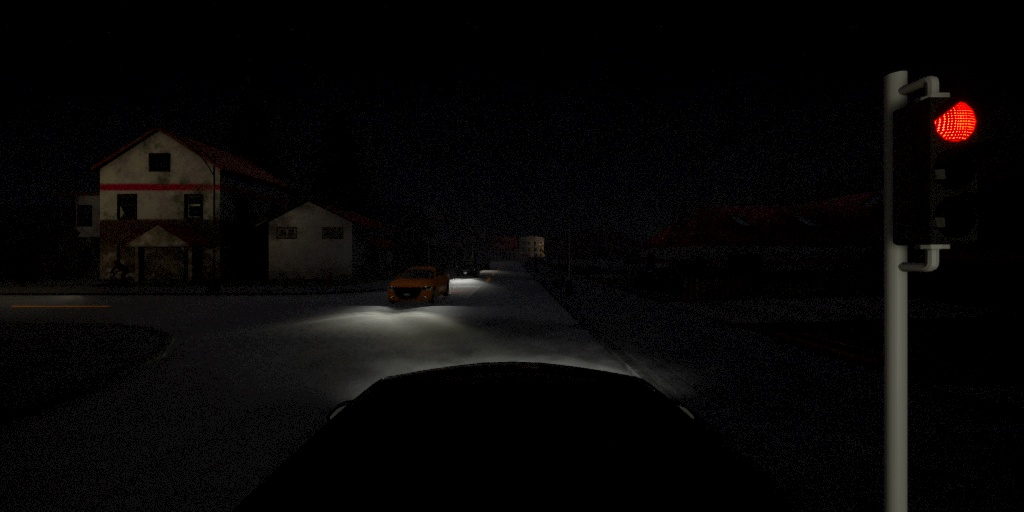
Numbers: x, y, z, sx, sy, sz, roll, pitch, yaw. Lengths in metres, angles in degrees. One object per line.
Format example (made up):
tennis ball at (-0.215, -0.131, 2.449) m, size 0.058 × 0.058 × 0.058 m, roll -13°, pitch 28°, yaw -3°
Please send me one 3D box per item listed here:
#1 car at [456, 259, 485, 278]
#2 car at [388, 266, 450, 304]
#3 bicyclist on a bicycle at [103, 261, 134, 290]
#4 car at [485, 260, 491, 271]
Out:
car at (-4.095, 1.241, 33.917) m, size 2.128 × 1.511 × 4.902 m, roll 0°, pitch 0°, yaw 0°
car at (-4.099, 1.227, 16.475) m, size 1.882 × 1.535 × 5.008 m, roll 0°, pitch 0°, yaw 0°
bicyclist on a bicycle at (-22.538, 1.099, 20.572) m, size 0.582 × 1.620 × 1.656 m, roll 0°, pitch 0°, yaw 0°
car at (-4.085, 1.227, 50.635) m, size 1.882 × 1.535 × 5.008 m, roll 0°, pitch 0°, yaw 0°
